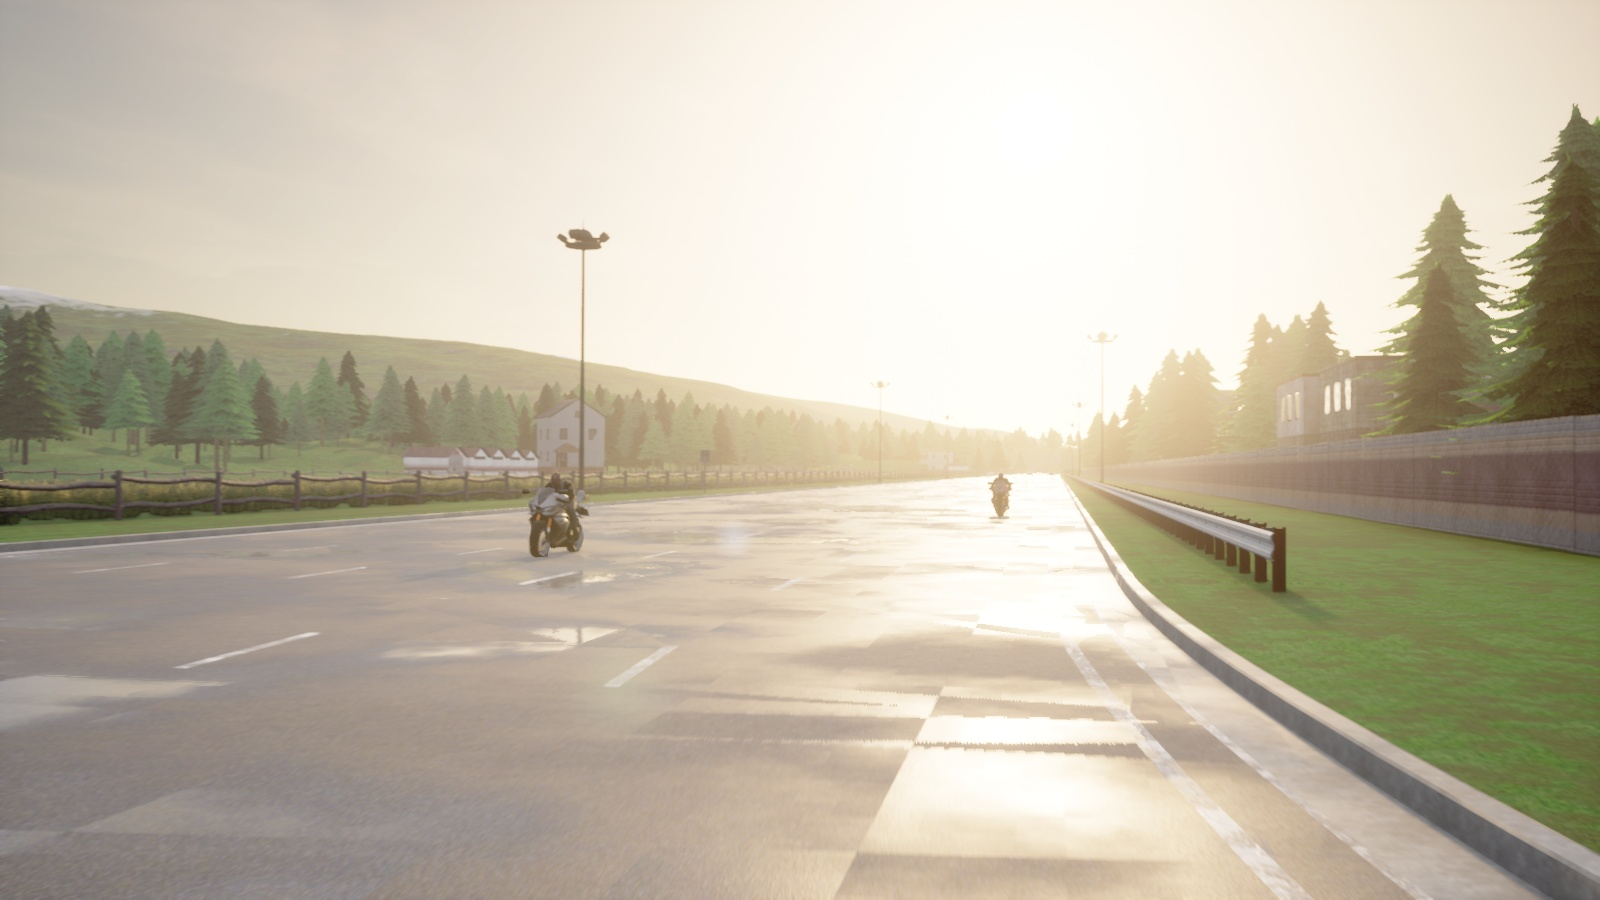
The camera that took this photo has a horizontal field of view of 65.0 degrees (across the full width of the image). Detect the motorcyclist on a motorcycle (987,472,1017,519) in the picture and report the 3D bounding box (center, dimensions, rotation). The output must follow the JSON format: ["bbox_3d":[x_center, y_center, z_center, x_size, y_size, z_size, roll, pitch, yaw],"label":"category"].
[{"bbox_3d":[6.844,1.512,42.472,0.866,1.530,2.191,0,-1,12],"label":"motorcyclist on a motorcycle"}]

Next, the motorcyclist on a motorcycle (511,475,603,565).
[{"bbox_3d":[-4.367,1.228,22.784,0.866,1.530,2.191,0,-1,12],"label":"motorcyclist on a motorcycle"}]
